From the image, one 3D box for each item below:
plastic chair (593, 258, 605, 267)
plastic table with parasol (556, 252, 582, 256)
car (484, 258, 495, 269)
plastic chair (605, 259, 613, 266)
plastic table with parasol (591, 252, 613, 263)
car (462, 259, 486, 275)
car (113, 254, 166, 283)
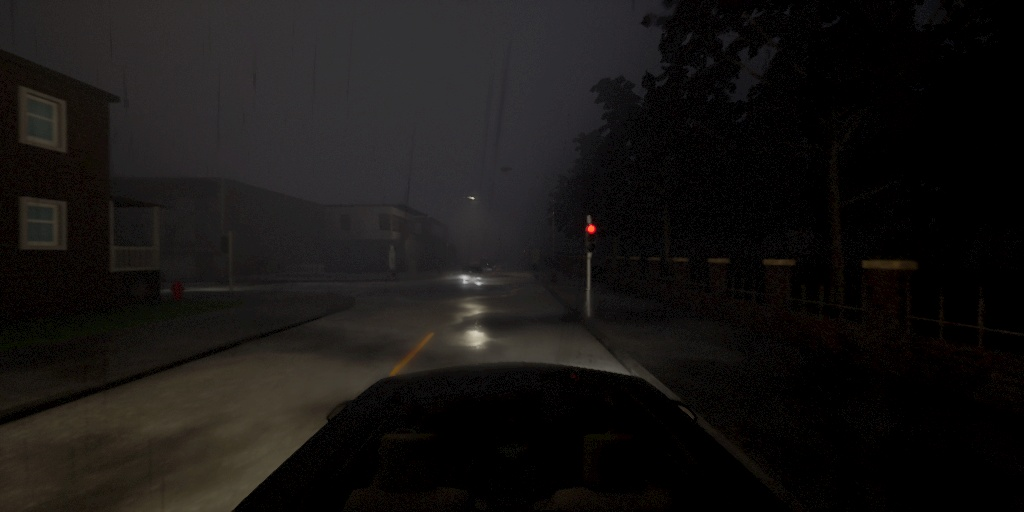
[{"bbox_3d":[14.317,1.142,59.137,0.730,1.272,0.750,0,0,-35],"label":"plastic chair"},{"bbox_3d":[9.971,0.511,62.778,2.482,2.480,2.482,0,0,-40],"label":"plastic table with parasol"},{"bbox_3d":[-4.060,1.108,54.228,1.837,1.490,4.892,0,0,0],"label":"car"},{"bbox_3d":[16.024,1.133,59.041,0.750,1.272,0.730,0,0,-40],"label":"plastic chair"},{"bbox_3d":[15.291,0.528,60.039,2.482,2.480,2.482,0,0,-40],"label":"plastic table with parasol"},{"bbox_3d":[-4.095,1.249,37.786,1.895,1.301,4.718,0,0,0],"label":"car"},{"bbox_3d":[-23.538,0.920,20.772,5.566,2.045,2.150,0,0,0],"label":"car"}]
